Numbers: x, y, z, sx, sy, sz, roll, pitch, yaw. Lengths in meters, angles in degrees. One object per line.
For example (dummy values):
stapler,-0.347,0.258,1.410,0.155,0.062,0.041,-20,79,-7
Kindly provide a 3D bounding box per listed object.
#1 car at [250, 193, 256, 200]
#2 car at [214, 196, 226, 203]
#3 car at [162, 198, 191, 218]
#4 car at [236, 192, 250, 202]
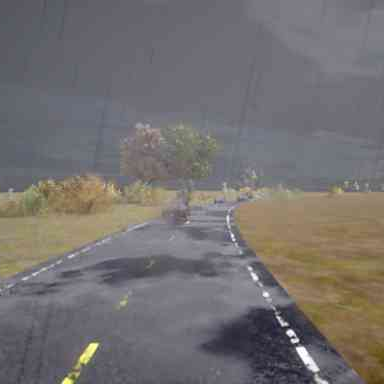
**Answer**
car,15.319,1.124,91.304,2.150,2.045,5.566,0,0,19
car,5.907,1.564,69.910,2.128,1.511,4.902,0,0,14
car,-1.351,1.375,29.943,2.097,1.767,4.553,0,0,7
car,11.110,1.396,73.770,2.097,1.767,4.553,0,0,15
